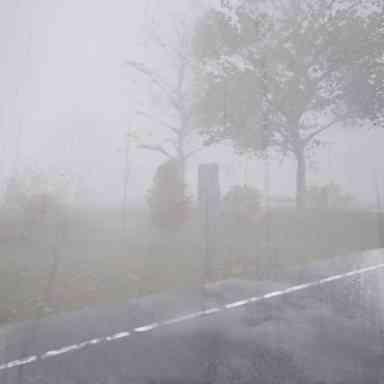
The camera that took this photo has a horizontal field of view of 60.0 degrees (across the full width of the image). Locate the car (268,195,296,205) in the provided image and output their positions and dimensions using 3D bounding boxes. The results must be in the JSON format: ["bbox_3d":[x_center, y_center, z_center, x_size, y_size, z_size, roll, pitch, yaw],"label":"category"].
[{"bbox_3d":[13.659,1.121,49.738,1.882,1.535,5.008,-1,1,-35],"label":"car"}]
